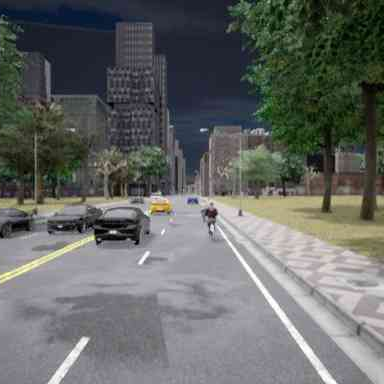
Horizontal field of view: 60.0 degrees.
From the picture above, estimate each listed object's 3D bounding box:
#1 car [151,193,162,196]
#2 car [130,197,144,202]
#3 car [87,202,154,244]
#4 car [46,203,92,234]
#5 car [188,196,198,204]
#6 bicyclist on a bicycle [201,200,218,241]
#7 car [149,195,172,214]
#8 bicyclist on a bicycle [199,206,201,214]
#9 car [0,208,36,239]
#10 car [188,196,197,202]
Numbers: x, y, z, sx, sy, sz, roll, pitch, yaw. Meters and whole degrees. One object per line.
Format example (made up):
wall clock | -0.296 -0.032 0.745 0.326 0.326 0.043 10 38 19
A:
car | -6.513 1.192 61.272 2.150 2.045 5.566 0 0 1
car | -9.769 1.536 59.585 1.994 1.385 4.181 0 0 1
car | -3.139 1.450 15.717 1.882 1.535 5.008 0 0 0
car | -6.587 1.446 19.128 1.882 1.535 5.008 0 0 0
car | 0.140 1.451 62.275 1.882 1.535 5.008 0 0 0
bicyclist on a bicycle | 0.905 1.344 15.496 0.659 1.776 1.843 0 0 0
car | -3.127 1.439 34.865 1.882 1.535 5.008 0 0 0
bicyclist on a bicycle | 0.911 1.401 24.695 0.866 1.612 1.509 0 0 0
car | -9.838 1.535 17.147 1.994 1.385 4.181 0 0 0
car | 0.050 1.539 74.278 1.994 1.385 4.181 0 0 0
